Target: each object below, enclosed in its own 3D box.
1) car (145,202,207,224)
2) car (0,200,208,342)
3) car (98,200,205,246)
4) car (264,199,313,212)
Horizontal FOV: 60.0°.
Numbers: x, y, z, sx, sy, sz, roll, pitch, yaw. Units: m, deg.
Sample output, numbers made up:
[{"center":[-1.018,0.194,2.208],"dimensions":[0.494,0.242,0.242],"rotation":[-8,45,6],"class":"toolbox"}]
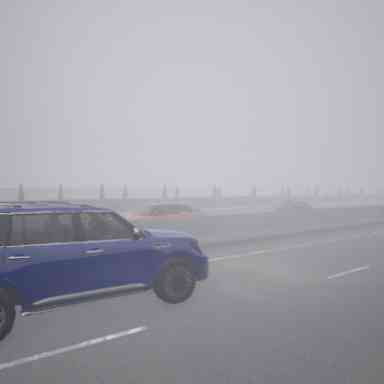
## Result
[{"center":[-1.171,1.484,24.810],"dimensions":[4.181,1.385,1.994],"rotation":[0,0,-37],"class":"car"},{"center":[-2.316,1.211,6.384],"dimensions":[5.566,2.045,2.150],"rotation":[0,0,-35],"class":"car"},{"center":[-1.814,1.307,15.658],"dimensions":[4.553,1.767,2.097],"rotation":[0,0,-36],"class":"car"},{"center":[7.938,1.358,27.267],"dimensions":[4.902,1.511,2.128],"rotation":[0,0,-37],"class":"car"}]
